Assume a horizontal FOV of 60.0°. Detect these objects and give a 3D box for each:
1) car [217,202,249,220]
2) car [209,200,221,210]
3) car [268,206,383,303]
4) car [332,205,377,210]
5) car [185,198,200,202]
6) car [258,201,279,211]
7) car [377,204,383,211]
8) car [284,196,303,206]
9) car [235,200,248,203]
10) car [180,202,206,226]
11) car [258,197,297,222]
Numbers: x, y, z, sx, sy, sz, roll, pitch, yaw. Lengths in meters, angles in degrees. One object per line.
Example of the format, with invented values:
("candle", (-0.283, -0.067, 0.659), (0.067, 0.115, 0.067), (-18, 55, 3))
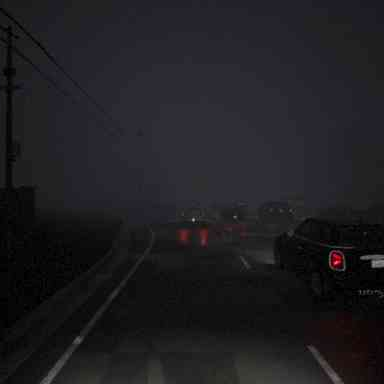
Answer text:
("car", (3.605, 1.811, 30.055), (1.895, 1.301, 4.718), (0, 0, 0))
("car", (3.607, 1.874, 49.542), (1.812, 1.442, 4.674), (0, 0, 0))
("car", (3.602, 1.412, 8.506), (2.097, 1.767, 4.553), (0, 0, 0))
("car", (10.604, 1.658, 23.681), (2.128, 1.511, 4.902), (0, 0, 0))
("car", (0.108, 1.689, 47.857), (2.097, 1.767, 4.553), (0, 0, 0))
("car", (10.608, 1.928, 46.553), (1.895, 1.301, 4.718), (0, 0, 0))
("car", (14.104, 1.679, 24.731), (1.837, 1.490, 4.892), (0, 0, 0))
("car", (14.108, 1.555, 47.515), (2.150, 2.045, 5.566), (0, -1, 0))
("car", (7.108, 1.832, 48.461), (2.128, 1.511, 4.902), (0, 0, 0))
("car", (0.098, 1.700, 25.061), (1.812, 1.442, 4.674), (0, 0, 0))
("car", (7.105, 1.552, 28.659), (2.097, 1.767, 4.553), (0, 0, 0))
